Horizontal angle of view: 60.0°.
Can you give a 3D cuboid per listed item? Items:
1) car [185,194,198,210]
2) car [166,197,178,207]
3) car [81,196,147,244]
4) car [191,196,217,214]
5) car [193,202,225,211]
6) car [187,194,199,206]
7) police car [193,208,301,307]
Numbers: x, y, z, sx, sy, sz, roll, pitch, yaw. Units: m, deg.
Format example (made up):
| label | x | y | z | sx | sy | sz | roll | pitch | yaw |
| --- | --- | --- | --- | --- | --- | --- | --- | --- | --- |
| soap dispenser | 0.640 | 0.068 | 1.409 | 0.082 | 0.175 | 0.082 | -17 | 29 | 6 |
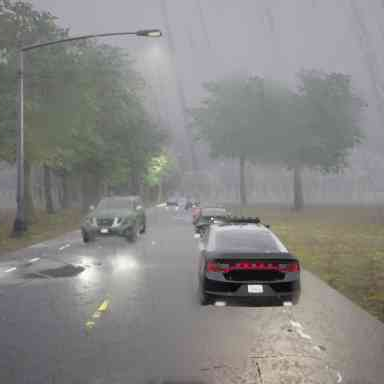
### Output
| label | x | y | z | sx | sy | sz | roll | pitch | yaw |
| --- | --- | --- | --- | --- | --- | --- | --- | --- | --- |
| car | 0.188 | 1.471 | 45.534 | 2.097 | 1.767 | 4.553 | 0 | 0 | 1 |
| car | -3.325 | 1.687 | 55.917 | 1.882 | 1.535 | 5.008 | 0 | -1 | 0 |
| car | -3.550 | 1.218 | 16.265 | 2.150 | 2.045 | 5.566 | 0 | 0 | 0 |
| car | 1.125 | 1.356 | 24.047 | 2.097 | 1.767 | 4.553 | 0 | 0 | 0 |
| car | 1.107 | 1.503 | 18.075 | 1.837 | 1.490 | 4.892 | 0 | 0 | 0 |
| car | 0.187 | 1.463 | 59.521 | 2.150 | 2.045 | 5.566 | 0 | -1 | 0 |
| police car | 1.076 | 1.423 | 8.184 | 1.930 | 1.638 | 5.238 | 0 | 0 | 0 |
